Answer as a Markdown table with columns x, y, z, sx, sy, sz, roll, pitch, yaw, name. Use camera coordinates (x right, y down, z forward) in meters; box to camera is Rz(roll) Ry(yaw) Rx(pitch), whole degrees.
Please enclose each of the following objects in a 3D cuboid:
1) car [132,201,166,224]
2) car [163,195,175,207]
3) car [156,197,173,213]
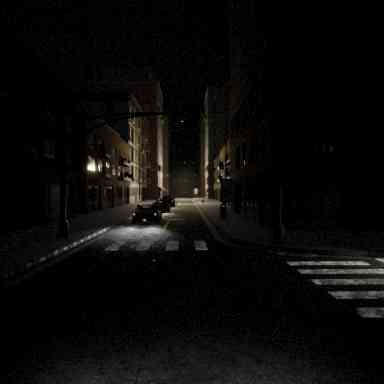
| x | y | z | sx | sy | sz | roll | pitch | yaw | name |
| --- | --- | --- | --- | --- | --- | --- | --- | --- | --- |
| -3.245 | 1.596 | 24.726 | 1.895 | 1.301 | 4.718 | 0 | 0 | -1 | car |
| -3.571 | 1.327 | 49.058 | 2.097 | 1.767 | 4.553 | 0 | 0 | -1 | car |
| -3.412 | 1.550 | 36.340 | 1.994 | 1.385 | 4.181 | 0 | 0 | -1 | car |
